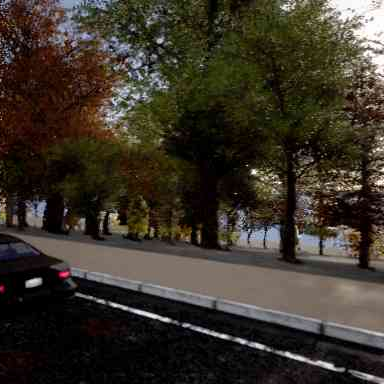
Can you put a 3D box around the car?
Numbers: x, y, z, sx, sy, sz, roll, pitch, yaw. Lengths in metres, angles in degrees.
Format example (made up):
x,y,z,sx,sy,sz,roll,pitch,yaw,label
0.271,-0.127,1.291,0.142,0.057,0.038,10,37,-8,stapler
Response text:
x,y,z,sx,sy,sz,roll,pitch,yaw,label
-4.697,1.578,7.035,5.357,1.411,2.033,0,0,36,car
